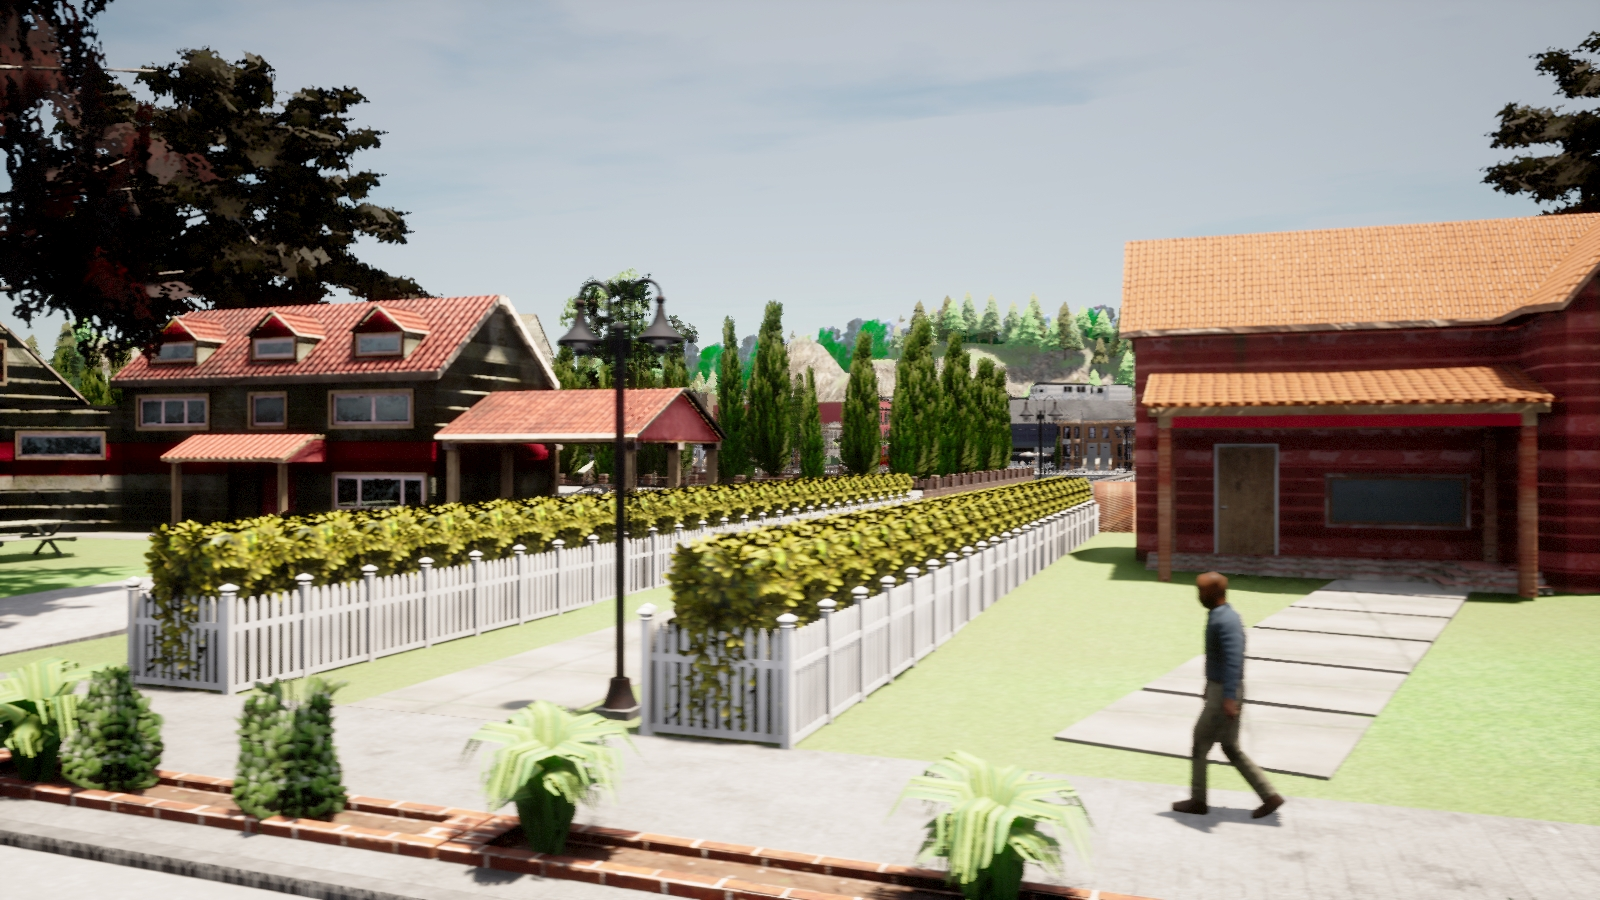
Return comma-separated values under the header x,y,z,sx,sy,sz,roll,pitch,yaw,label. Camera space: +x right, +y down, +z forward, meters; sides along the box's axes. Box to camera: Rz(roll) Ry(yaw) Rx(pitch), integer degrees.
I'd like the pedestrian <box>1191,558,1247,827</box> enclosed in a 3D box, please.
x,y,z,sx,sy,sz,roll,pitch,yaw,label
3.055,1.744,8.340,0.375,1.860,0.375,0,0,20,pedestrian
